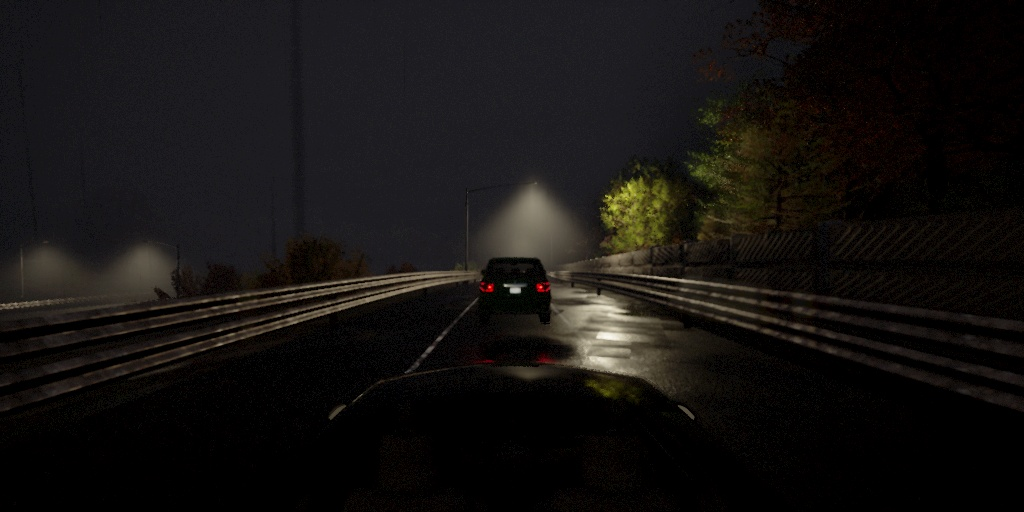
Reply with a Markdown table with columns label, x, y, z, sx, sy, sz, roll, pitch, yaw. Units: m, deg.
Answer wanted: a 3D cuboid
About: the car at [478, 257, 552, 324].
| label | x | y | z | sx | sy | sz | roll | pitch | yaw |
| --- | --- | --- | --- | --- | --- | --- | --- | --- | --- |
| car | 0.079 | 1.060 | 12.474 | 2.150 | 2.045 | 5.566 | 0 | -1 | 0 |
